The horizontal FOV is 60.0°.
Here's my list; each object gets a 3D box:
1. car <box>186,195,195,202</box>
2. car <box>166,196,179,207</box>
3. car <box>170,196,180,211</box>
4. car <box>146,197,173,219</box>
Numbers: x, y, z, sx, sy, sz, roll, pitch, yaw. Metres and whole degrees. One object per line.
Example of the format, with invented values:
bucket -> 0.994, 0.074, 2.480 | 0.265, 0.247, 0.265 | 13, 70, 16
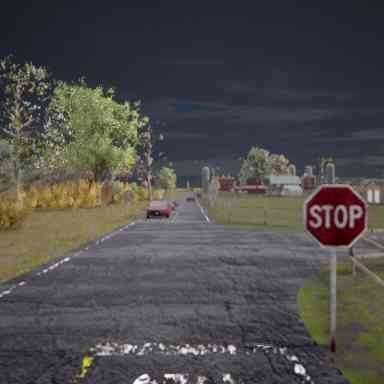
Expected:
car -> -0.244, 1.395, 71.410 | 1.837, 1.490, 4.892 | 0, 0, 0
car -> -2.994, 1.447, 51.620 | 1.837, 1.490, 4.892 | 0, 0, 0
car -> -2.976, 1.457, 40.126 | 2.128, 1.511, 4.902 | 0, 0, 0
car -> -2.890, 1.458, 29.198 | 1.882, 1.535, 5.008 | 0, 0, -1
